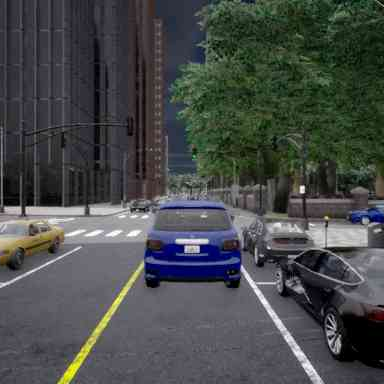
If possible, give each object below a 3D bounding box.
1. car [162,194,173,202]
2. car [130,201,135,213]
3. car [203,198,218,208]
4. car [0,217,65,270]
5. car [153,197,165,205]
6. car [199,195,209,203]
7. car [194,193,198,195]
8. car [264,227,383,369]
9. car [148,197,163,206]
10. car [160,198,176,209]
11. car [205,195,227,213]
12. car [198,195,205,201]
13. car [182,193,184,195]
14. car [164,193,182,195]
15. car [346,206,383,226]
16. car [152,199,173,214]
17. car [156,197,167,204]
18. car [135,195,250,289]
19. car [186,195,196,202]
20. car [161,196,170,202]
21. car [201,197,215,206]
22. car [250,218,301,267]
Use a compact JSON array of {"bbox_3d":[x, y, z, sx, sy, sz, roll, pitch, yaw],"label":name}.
[{"bbox_3d":[-5.988,1.379,81.516,2.192,1.841,5.009,0,0,0],"label":"car"},{"bbox_3d":[-5.867,1.579,37.859,1.947,1.339,4.313,0,0,0],"label":"car"},{"bbox_3d":[2.628,1.591,48.805,1.947,1.339,4.313,0,0,0],"label":"car"},{"bbox_3d":[-5.792,1.526,11.025,1.752,1.417,4.829,0,0,0],"label":"car"},{"bbox_3d":[-5.928,1.620,59.687,1.802,1.307,4.206,0,0,0],"label":"car"},{"bbox_3d":[2.567,1.491,70.631,1.967,1.590,4.097,0,0,0],"label":"car"},{"bbox_3d":[-0.089,1.552,68.069,1.837,1.490,4.892,0,0,0],"label":"car"},{"bbox_3d":[2.748,1.566,5.714,1.947,1.339,4.313,0,0,0],"label":"car"},{"bbox_3d":[-5.913,1.582,54.230,2.008,1.369,4.403,0,0,0],"label":"car"},{"bbox_3d":[-3.225,1.547,45.918,1.812,1.442,4.674,0,0,0],"label":"car"},{"bbox_3d":[2.658,1.328,37.893,2.192,1.841,5.009,0,0,0],"label":"car"},{"bbox_3d":[2.521,1.597,87.170,1.752,1.417,4.829,0,0,0],"label":"car"},{"bbox_3d":[-3.215,1.537,66.046,2.128,1.511,4.902,0,0,0],"label":"car"},{"bbox_3d":[-3.238,1.385,55.654,2.097,1.767,4.553,0,0,0],"label":"car"},{"bbox_3d":[14.726,1.806,26.066,5.008,1.535,1.882,1,0,0],"label":"car"},{"bbox_3d":[-3.240,1.538,36.768,1.812,1.442,4.674,0,0,1],"label":"car"},{"bbox_3d":[-5.943,1.626,65.144,1.802,1.307,4.206,0,0,0],"label":"car"},{"bbox_3d":[0.049,1.223,9.292,2.150,2.045,5.566,0,0,1],"label":"car"},{"bbox_3d":[-0.217,1.585,78.462,2.128,1.511,4.902,0,0,0],"label":"car"},{"bbox_3d":[-5.973,1.639,76.059,1.802,1.307,4.206,0,0,0],"label":"car"},{"bbox_3d":[2.613,1.582,54.261,2.008,1.369,4.403,0,0,0],"label":"car"},{"bbox_3d":[2.733,1.551,11.227,2.008,1.369,4.403,0,0,0],"label":"car"}]
